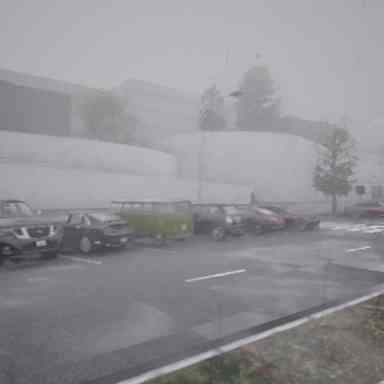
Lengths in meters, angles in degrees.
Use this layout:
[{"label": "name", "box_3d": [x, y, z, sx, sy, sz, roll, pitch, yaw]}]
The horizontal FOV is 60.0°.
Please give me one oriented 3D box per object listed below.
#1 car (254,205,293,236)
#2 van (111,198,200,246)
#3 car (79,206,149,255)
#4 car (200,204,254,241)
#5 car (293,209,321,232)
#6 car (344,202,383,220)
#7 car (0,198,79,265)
[{"label": "car", "box_3d": [2.844, 1.545, 18.606, 4.674, 1.452, 2.002, -1, -1, 35]}, {"label": "van", "box_3d": [-2.117, 1.276, 15.216, 4.442, 1.987, 1.878, -1, -1, 35]}, {"label": "car", "box_3d": [-4.443, 1.499, 13.415, 4.892, 1.521, 2.231, -1, -1, 35]}, {"label": "car", "box_3d": [0.436, 1.377, 16.863, 4.553, 1.767, 2.185, -1, -1, 34]}, {"label": "car", "box_3d": [5.315, 1.537, 20.340, 4.792, 1.488, 2.163, -1, -1, 35]}, {"label": "car", "box_3d": [15.094, 1.546, 27.305, 4.792, 1.488, 2.163, -1, -1, 35]}, {"label": "car", "box_3d": [-6.852, 1.245, 11.681, 5.566, 2.045, 2.435, -1, -1, 35]}]
